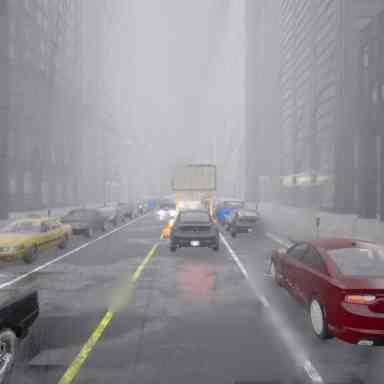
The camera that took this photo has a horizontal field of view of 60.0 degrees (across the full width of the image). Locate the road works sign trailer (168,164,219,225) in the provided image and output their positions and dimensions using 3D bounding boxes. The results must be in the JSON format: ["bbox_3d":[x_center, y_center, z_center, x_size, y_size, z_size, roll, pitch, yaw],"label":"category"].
[{"bbox_3d":[0.143,0.321,17.911,2.380,3.560,2.880,0,0,8],"label":"road works sign trailer"}]

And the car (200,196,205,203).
[{"bbox_3d":[2.715,1.576,51.502,1.887,1.381,4.507,0,0,0],"label":"car"}]

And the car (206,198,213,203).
[{"bbox_3d":[2.730,1.596,34.593,1.802,1.307,4.206,0,0,0],"label":"car"}]

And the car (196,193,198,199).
[{"bbox_3d":[2.684,1.608,85.489,1.752,1.417,4.829,0,0,0],"label":"car"}]

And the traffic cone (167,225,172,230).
[{"bbox_3d":[-1.305,2.075,17.417,0.340,0.340,0.580,-1,0,3],"label":"traffic cone"}]

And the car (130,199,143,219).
[{"bbox_3d":[-5.790,1.575,28.933,1.947,1.339,4.313,0,0,0],"label":"car"}]

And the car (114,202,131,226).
[{"bbox_3d":[-5.785,1.588,23.297,1.802,1.307,4.206,0,0,0],"label":"car"}]

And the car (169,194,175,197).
[{"bbox_3d":[-5.835,1.617,79.662,1.887,1.381,4.507,0,0,0],"label":"car"}]

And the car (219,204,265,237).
[{"bbox_3d":[2.745,1.554,17.684,2.008,1.369,4.403,0,0,0],"label":"car"}]

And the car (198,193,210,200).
[{"bbox_3d":[2.704,1.360,62.774,2.192,1.841,5.009,0,0,0],"label":"car"}]

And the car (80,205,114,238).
[{"bbox_3d":[-5.780,1.569,17.659,1.947,1.339,4.313,0,0,0],"label":"car"}]

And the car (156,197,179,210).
[{"bbox_3d":[-3.139,1.623,43.491,1.895,1.301,4.718,0,0,0],"label":"car"}]

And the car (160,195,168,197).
[{"bbox_3d":[-5.816,1.353,57.115,2.192,1.841,5.009,0,0,0],"label":"car"}]

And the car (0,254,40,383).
[{"bbox_3d":[-3.103,1.601,2.537,1.895,1.301,4.718,0,0,0],"label":"car"}]

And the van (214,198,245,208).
[{"bbox_3d":[2.739,1.347,23.320,1.690,1.788,3.998,0,0,0],"label":"van"}]

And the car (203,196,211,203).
[{"bbox_3d":[2.725,1.570,40.229,2.008,1.369,4.403,0,0,0],"label":"car"}]

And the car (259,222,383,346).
[{"bbox_3d":[2.755,1.545,6.412,1.887,1.381,4.507,0,0,0],"label":"car"}]

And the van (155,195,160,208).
[{"bbox_3d":[-5.806,1.366,45.843,1.690,1.788,3.998,0,0,0],"label":"van"}]

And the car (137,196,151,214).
[{"bbox_3d":[-5.796,1.454,34.570,1.967,1.590,4.097,0,0,0],"label":"car"}]

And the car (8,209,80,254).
[{"bbox_3d":[-5.775,1.527,11.853,1.752,1.417,4.829,0,0,0],"label":"car"}]

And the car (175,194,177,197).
[{"bbox_3d":[-5.845,1.659,90.935,1.947,1.339,4.313,0,0,0],"label":"car"}]

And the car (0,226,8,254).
[{"bbox_3d":[-5.770,1.566,6.387,1.947,1.339,4.313,0,0,0],"label":"car"}]

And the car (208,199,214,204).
[{"bbox_3d":[2.734,1.560,28.957,2.008,1.369,4.403,0,0,0],"label":"car"}]

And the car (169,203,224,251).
[{"bbox_3d":[0.083,1.486,14.037,1.837,1.490,4.892,0,1,-1],"label":"car"}]

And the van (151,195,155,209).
[{"bbox_3d":[-5.801,1.360,40.206,1.690,1.788,3.998,0,0,0],"label":"van"}]
